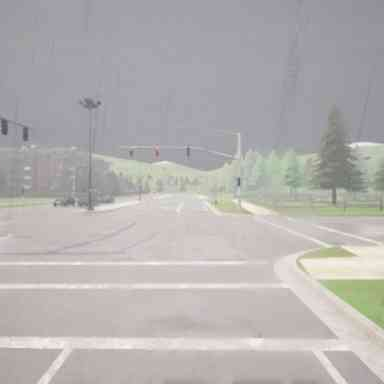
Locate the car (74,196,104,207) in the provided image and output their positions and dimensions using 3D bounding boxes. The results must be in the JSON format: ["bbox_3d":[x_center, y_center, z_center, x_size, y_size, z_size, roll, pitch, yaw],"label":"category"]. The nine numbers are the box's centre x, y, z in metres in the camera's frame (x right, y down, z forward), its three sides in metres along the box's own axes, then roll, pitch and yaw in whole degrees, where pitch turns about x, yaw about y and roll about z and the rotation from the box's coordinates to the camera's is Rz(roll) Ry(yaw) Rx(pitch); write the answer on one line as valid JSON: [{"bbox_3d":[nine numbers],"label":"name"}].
[{"bbox_3d":[-14.970,1.409,48.693,2.033,1.411,5.357,0,0,0],"label":"car"}]

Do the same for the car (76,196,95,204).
[{"bbox_3d":[-18.464,1.399,58.062,1.994,1.385,4.181,0,0,0],"label":"car"}]

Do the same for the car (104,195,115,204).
[{"bbox_3d":[-14.964,1.337,58.774,1.837,1.490,4.892,0,0,0],"label":"car"}]

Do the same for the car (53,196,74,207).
[{"bbox_3d":[-18.473,1.354,48.309,2.128,1.511,4.902,0,0,0],"label":"car"}]
